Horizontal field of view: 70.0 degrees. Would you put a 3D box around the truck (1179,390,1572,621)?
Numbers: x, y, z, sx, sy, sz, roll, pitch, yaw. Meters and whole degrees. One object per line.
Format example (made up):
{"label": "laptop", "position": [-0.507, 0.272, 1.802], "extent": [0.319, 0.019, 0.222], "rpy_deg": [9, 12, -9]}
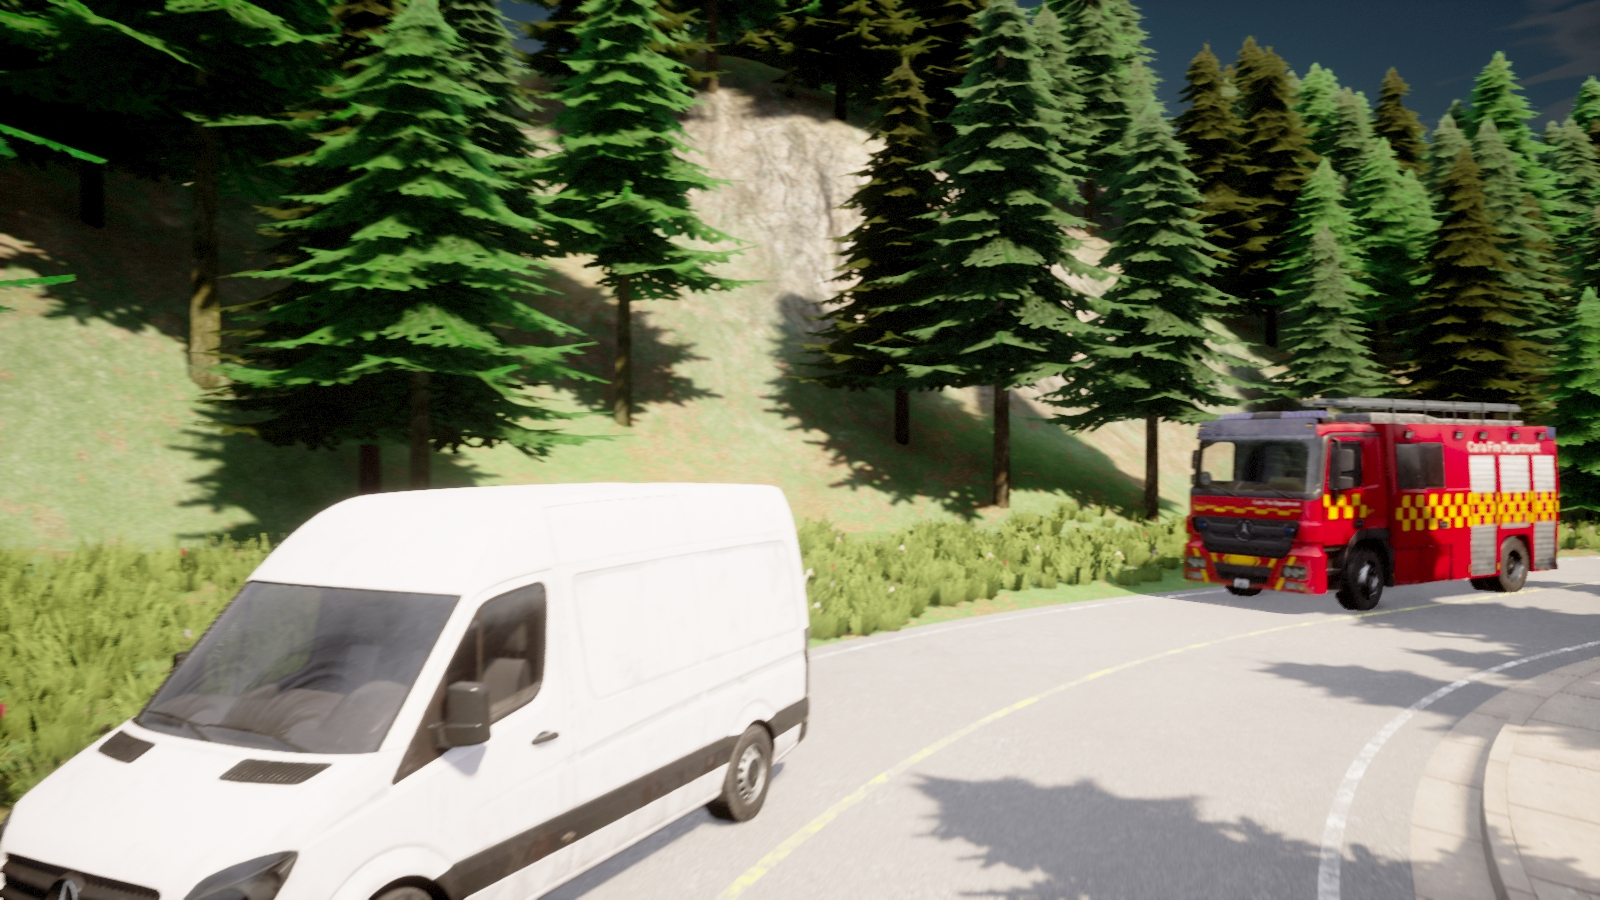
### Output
{"label": "truck", "position": [11.456, 0.924, 22.408], "extent": [8.468, 3.827, 2.891], "rpy_deg": [0, 0, -32]}

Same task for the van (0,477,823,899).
{"label": "van", "position": [-1.962, 1.520, 7.549], "extent": [1.988, 2.561, 5.915], "rpy_deg": [0, 0, 25]}
